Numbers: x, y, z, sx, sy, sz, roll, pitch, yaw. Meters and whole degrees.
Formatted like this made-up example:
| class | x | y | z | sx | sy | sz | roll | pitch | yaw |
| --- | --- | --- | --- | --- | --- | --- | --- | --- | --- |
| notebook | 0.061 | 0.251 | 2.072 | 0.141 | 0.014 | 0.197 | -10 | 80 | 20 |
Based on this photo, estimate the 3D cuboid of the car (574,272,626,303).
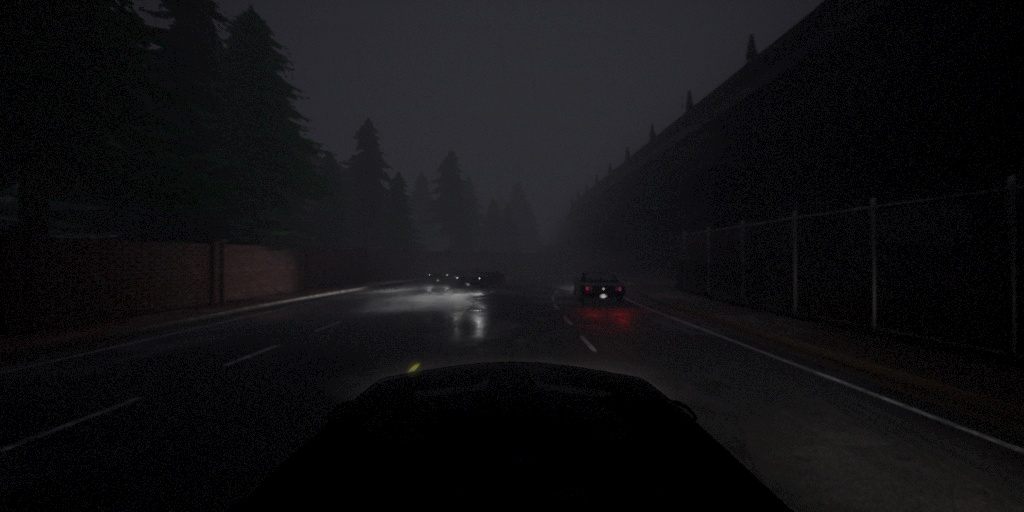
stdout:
| class | x | y | z | sx | sy | sz | roll | pitch | yaw |
| --- | --- | --- | --- | --- | --- | --- | --- | --- | --- |
| car | 3.996 | 1.389 | 17.032 | 1.895 | 1.301 | 4.718 | 0 | 0 | 6 |

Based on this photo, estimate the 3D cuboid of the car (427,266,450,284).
| class | x | y | z | sx | sy | sz | roll | pitch | yaw |
| --- | --- | --- | --- | --- | --- | --- | --- | --- | --- |
| car | -4.396 | 1.406 | 27.101 | 1.895 | 1.301 | 4.718 | 0 | 0 | 21 |

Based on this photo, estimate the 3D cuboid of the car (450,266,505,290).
| class | x | y | z | sx | sy | sz | roll | pitch | yaw |
| --- | --- | --- | --- | --- | --- | --- | --- | --- | --- |
| car | -1.991 | 1.399 | 23.410 | 1.895 | 1.301 | 4.718 | 0 | 0 | 17 |
